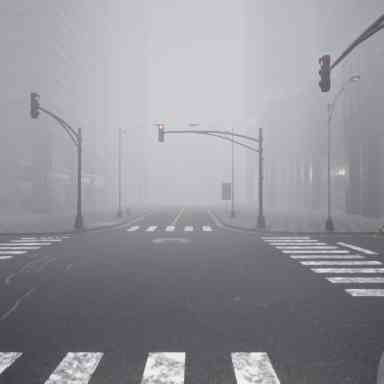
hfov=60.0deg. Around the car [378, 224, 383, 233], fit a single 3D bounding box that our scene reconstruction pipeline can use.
[{"bbox_3d":[11.753,1.564,16.182,4.829,1.417,1.752,0,-1,0],"label":"car"}]
